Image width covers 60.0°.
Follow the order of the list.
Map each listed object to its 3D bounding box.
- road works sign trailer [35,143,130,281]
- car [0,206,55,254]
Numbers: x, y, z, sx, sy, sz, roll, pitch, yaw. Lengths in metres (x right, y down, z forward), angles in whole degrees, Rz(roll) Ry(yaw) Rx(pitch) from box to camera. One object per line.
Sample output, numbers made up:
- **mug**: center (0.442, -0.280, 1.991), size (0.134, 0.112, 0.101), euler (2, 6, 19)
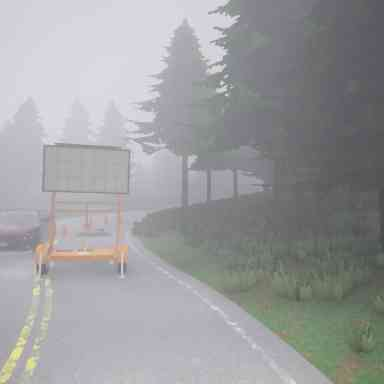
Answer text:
- **road works sign trailer**: center (-3.090, 0.425, 9.784), size (2.380, 3.560, 2.880), euler (2, 0, -15)
- **car**: center (-6.572, 1.361, 12.870), size (1.882, 1.535, 5.008), euler (1, 0, -15)
